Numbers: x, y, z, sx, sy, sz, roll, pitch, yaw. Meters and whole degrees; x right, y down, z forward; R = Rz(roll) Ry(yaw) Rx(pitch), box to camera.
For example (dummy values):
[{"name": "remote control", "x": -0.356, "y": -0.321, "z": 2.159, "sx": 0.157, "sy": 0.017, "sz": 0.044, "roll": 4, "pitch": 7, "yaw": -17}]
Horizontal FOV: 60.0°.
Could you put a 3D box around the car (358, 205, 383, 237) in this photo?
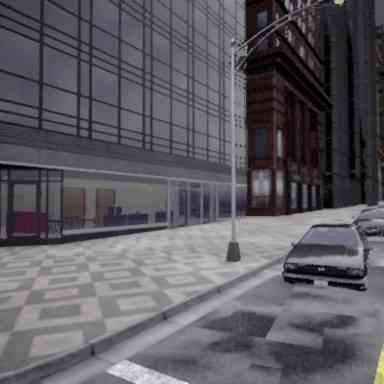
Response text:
[{"name": "car", "x": 9.978, "y": 1.676, "z": 18.121, "sx": 1.837, "sy": 1.490, "sz": 4.892, "roll": -1, "pitch": -1, "yaw": 34}]

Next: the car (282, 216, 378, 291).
[{"name": "car", "x": 4.142, "y": 1.656, "z": 9.688, "sx": 2.033, "sy": 1.411, "sz": 5.357, "roll": -1, "pitch": -1, "yaw": 29}]
